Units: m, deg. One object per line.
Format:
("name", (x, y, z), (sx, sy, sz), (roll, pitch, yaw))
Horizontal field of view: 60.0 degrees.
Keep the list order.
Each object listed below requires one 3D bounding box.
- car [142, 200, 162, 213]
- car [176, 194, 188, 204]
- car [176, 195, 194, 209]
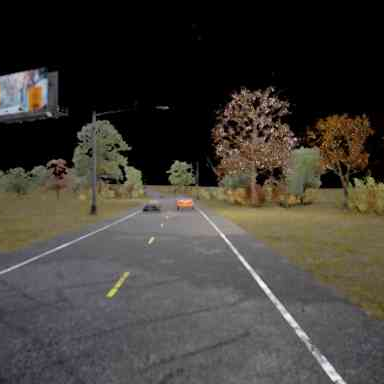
("car", (-4.302, 1.590, 36.150), (1.895, 1.301, 4.718), (0, 0, -2))
("car", (-1.950, 1.302, 62.535), (2.097, 1.767, 4.553), (0, 0, -4))
("car", (-0.930, 1.329, 43.856), (2.097, 1.767, 4.553), (0, 0, -2))
